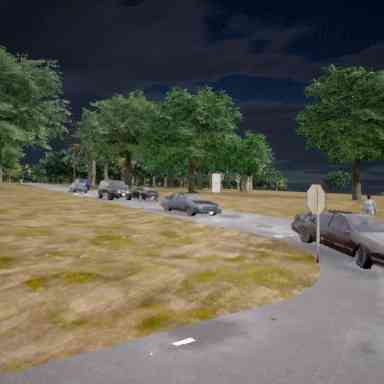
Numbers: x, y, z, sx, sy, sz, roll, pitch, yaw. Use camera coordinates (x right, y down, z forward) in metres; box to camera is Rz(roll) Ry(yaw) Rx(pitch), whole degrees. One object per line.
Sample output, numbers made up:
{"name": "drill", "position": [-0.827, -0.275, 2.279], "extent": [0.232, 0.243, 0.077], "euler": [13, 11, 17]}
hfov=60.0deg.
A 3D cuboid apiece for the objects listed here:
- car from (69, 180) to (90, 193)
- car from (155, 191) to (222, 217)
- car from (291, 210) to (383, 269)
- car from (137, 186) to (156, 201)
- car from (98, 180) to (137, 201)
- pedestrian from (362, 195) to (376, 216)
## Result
{"name": "car", "position": [-16.420, -0.611, 48.028], "extent": [1.837, 1.490, 4.892], "euler": [2, 1, -32]}
{"name": "car", "position": [-0.228, 0.778, 22.354], "extent": [2.033, 1.411, 5.357], "euler": [2, 2, -32]}
{"name": "car", "position": [5.415, 1.401, 11.332], "extent": [2.033, 1.411, 5.357], "euler": [3, 4, -13]}
{"name": "car", "position": [-5.323, 0.163, 36.339], "extent": [1.837, 1.490, 4.892], "euler": [2, 2, -32]}
{"name": "car", "position": [-8.104, -0.205, 34.775], "extent": [2.150, 2.045, 5.566], "euler": [2, 2, -32]}
{"name": "pedestrian", "position": [9.772, 1.046, 18.459], "extent": [0.375, 1.860, 0.375], "euler": [5, -3, -32]}
